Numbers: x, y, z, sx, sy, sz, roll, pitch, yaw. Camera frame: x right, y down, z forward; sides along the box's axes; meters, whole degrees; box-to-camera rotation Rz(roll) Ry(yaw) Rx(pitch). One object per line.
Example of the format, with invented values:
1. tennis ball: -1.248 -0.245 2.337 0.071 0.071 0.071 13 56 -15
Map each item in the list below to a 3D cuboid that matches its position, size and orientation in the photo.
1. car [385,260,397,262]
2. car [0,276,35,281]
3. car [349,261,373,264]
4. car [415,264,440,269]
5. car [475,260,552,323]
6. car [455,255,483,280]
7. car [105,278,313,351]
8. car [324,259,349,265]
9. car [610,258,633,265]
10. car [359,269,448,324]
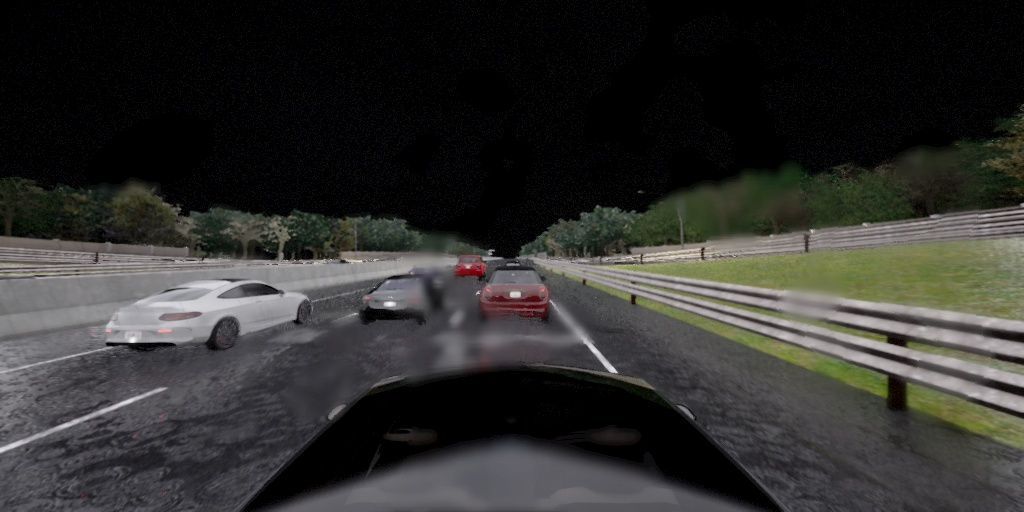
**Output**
1. car: -17.591 1.265 52.463 1.994 1.385 4.181 0 0 0
2. car: -17.605 1.347 11.714 1.895 1.301 4.718 0 0 0
3. car: -21.090 1.304 51.663 1.895 1.301 4.718 0 0 0
4. car: -6.914 1.334 29.546 1.895 1.301 4.718 0 0 0
5. car: 0.096 1.098 12.168 2.097 1.767 4.553 0 0 0
6. car: -3.413 0.954 30.463 2.150 2.045 5.566 0 0 0
7. car: -6.902 1.273 8.838 1.812 1.442 4.674 0 0 0
8. car: -24.592 1.210 50.422 1.837 1.490 4.892 0 0 0
9. car: 18.198 0.899 59.719 1.994 1.385 4.181 0 -2 -17
10. car: -3.404 1.310 12.003 1.994 1.385 4.181 0 0 0
